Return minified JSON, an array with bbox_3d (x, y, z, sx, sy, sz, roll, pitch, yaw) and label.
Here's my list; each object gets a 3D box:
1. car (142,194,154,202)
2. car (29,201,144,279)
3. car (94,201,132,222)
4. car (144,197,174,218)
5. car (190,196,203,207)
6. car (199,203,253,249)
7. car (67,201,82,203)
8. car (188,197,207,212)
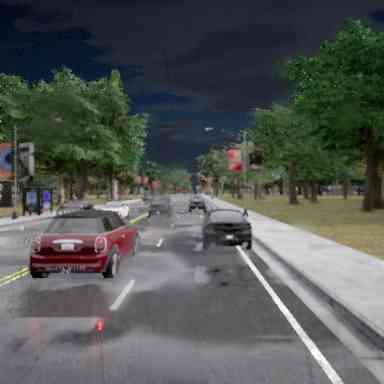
[{"bbox_3d":[-8.762,1.269,67.524,2.097,1.767,4.553,0,0,1],"label":"car"},{"bbox_3d":[-2.982,1.339,10.182,2.097,1.767,4.553,0,0,1],"label":"car"},{"bbox_3d":[-6.188,1.488,26.612,1.812,1.442,4.674,0,0,1],"label":"car"},{"bbox_3d":[-2.705,1.445,29.382,1.837,1.490,4.892,0,0,1],"label":"car"},{"bbox_3d":[0.727,1.406,48.891,1.812,1.442,4.674,0,0,1],"label":"car"},{"bbox_3d":[1.365,1.436,14.265,1.882,1.535,5.008,0,0,1],"label":"car"},{"bbox_3d":[-9.437,1.467,27.122,2.128,1.511,4.902,0,0,1],"label":"car"},{"bbox_3d":[0.590,1.413,37.045,1.837,1.490,4.892,0,0,1],"label":"car"}]
